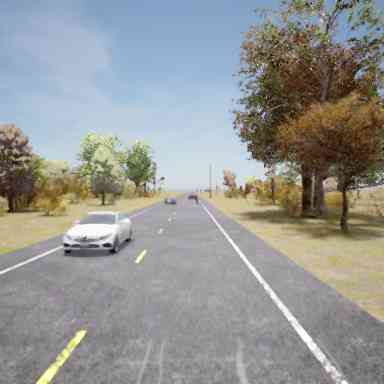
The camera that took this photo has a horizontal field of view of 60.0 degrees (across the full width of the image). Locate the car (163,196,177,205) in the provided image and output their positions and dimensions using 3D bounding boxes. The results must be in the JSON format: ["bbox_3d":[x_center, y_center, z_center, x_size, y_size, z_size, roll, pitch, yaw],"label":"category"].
[{"bbox_3d":[-3.570,1.340,54.643,2.128,1.511,4.902,0,0,0],"label":"car"}]

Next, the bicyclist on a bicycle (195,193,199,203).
[{"bbox_3d":[0.955,1.182,66.297,0.659,1.776,1.843,0,0,0],"label":"bicyclist on a bicycle"}]

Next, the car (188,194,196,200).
[{"bbox_3d":[-0.008,1.190,82.292,1.837,1.490,4.892,0,0,0],"label":"car"}]

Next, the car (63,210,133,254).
[{"bbox_3d":[-3.601,1.492,13.487,1.812,1.442,4.674,0,0,0],"label":"car"}]

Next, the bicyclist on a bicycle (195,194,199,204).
[{"bbox_3d":[0.957,1.294,56.786,0.582,1.620,1.656,0,0,0],"label":"bicyclist on a bicycle"}]
